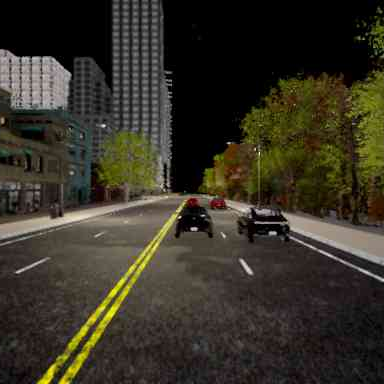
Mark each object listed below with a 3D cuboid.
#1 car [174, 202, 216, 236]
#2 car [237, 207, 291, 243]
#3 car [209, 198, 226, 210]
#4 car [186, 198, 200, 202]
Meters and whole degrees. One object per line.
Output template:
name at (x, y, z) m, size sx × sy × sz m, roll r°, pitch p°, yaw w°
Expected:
car at (0.098, 1.504, 18.188) m, size 1.837 × 1.490 × 4.892 m, roll 0°, pitch 0°, yaw 0°
car at (3.348, 1.491, 16.211) m, size 2.128 × 1.511 × 4.902 m, roll 0°, pitch 0°, yaw 0°
car at (3.343, 1.472, 43.513) m, size 1.882 × 1.535 × 5.008 m, roll 0°, pitch 0°, yaw 0°
car at (0.092, 1.520, 43.789) m, size 1.812 × 1.442 × 4.674 m, roll 0°, pitch 0°, yaw 0°
